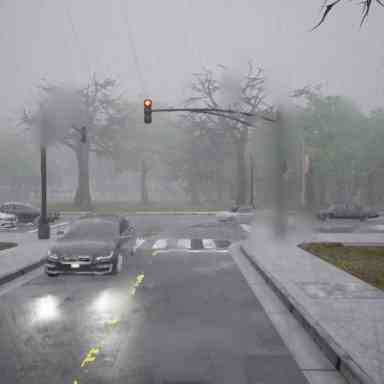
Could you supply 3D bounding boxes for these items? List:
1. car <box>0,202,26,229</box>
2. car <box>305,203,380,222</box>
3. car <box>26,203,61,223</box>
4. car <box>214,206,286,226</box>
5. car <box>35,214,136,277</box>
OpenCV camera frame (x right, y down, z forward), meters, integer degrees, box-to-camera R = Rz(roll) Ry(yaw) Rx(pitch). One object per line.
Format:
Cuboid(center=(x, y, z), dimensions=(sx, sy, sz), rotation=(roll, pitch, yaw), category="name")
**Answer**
Cuboid(center=(-12.744, 1.518, 19.636), dimensions=(4.674, 1.442, 1.812), rotation=(0, 0, 0), category="car")
Cuboid(center=(11.824, 1.564, 26.330), dimensions=(5.357, 1.411, 2.033), rotation=(0, 0, 0), category="car")
Cuboid(center=(-11.564, 1.495, 22.886), dimensions=(4.892, 1.490, 1.837), rotation=(0, 0, 0), category="car")
Cuboid(center=(3.939, 1.610, 22.882), dimensions=(4.718, 1.301, 1.895), rotation=(0, 0, 0), category="car")
Cuboid(center=(-2.864, 1.505, 10.344), dimensions=(1.837, 1.490, 4.892), rotation=(1, 0, -2), category="car")
